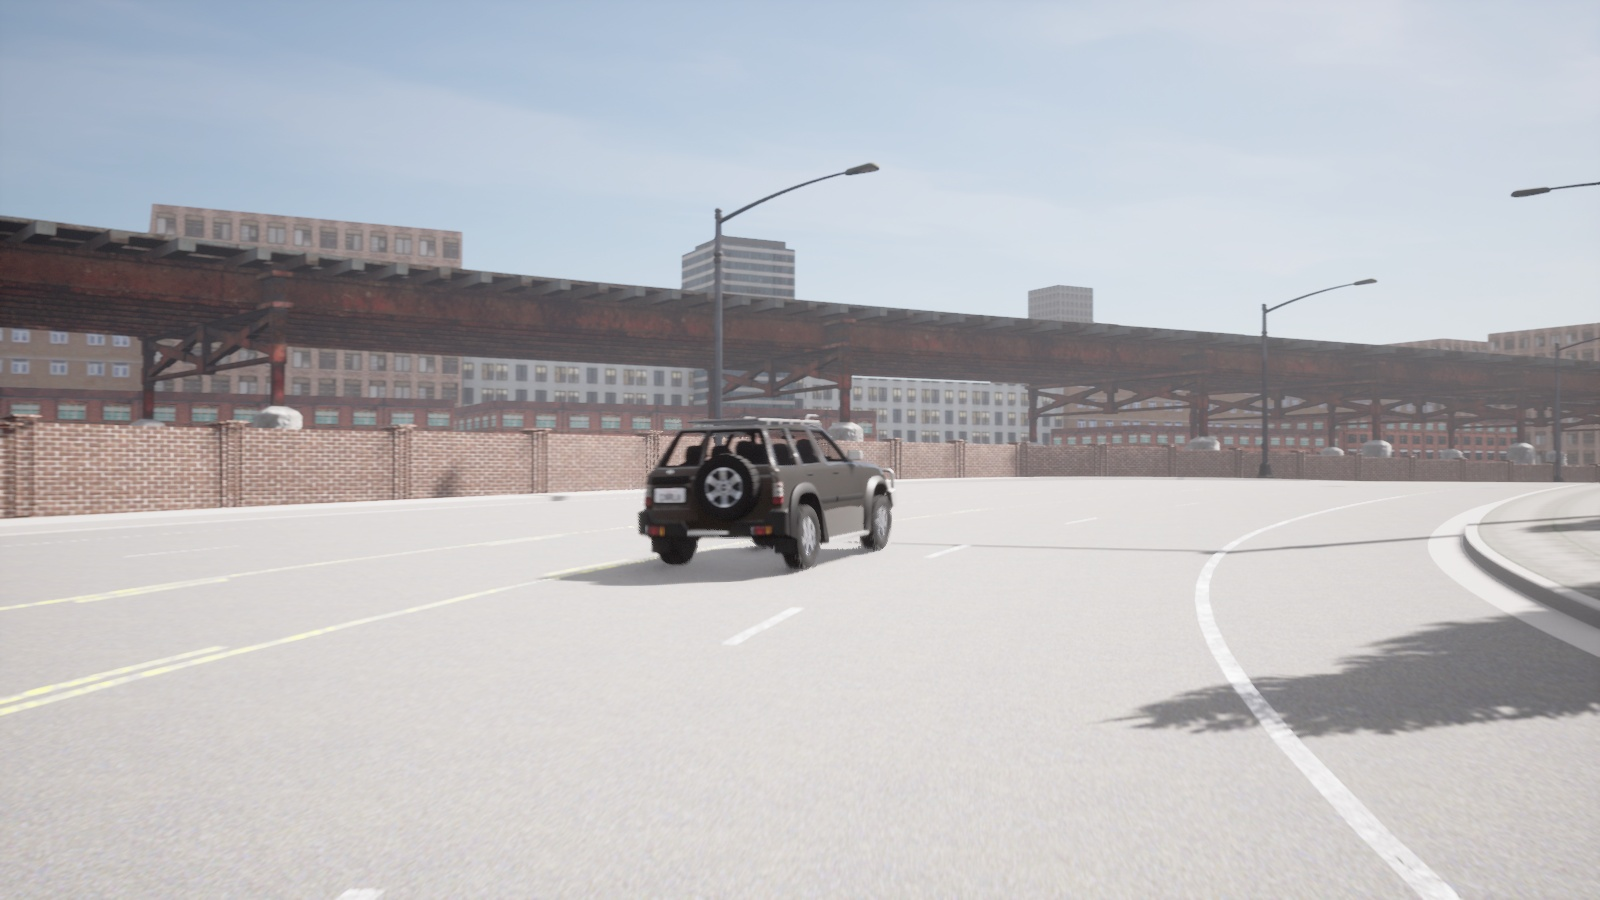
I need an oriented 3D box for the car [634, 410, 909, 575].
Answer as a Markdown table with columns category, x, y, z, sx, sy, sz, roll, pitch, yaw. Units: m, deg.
| category | x | y | z | sx | sy | sz | roll | pitch | yaw |
| --- | --- | --- | --- | --- | --- | --- | --- | --- | --- |
| car | -0.183 | 0.487 | 16.567 | 1.932 | 1.855 | 4.605 | -2 | 0 | 22 |
